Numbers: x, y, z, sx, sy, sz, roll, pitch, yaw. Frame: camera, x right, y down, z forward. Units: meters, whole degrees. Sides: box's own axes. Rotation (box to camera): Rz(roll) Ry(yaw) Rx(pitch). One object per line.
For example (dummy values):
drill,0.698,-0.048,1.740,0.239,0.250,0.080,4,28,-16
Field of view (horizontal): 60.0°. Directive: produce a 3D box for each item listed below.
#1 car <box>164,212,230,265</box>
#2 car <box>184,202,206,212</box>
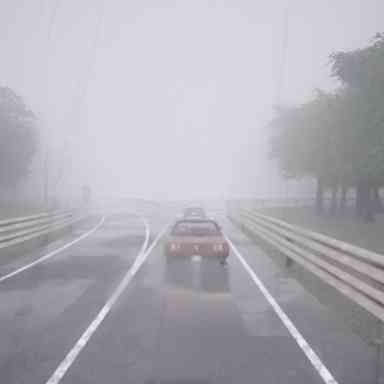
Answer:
car,0.133,1.589,11.596,1.895,1.301,4.718,0,0,0
car,0.285,1.586,29.351,1.812,1.442,4.674,-1,0,3
